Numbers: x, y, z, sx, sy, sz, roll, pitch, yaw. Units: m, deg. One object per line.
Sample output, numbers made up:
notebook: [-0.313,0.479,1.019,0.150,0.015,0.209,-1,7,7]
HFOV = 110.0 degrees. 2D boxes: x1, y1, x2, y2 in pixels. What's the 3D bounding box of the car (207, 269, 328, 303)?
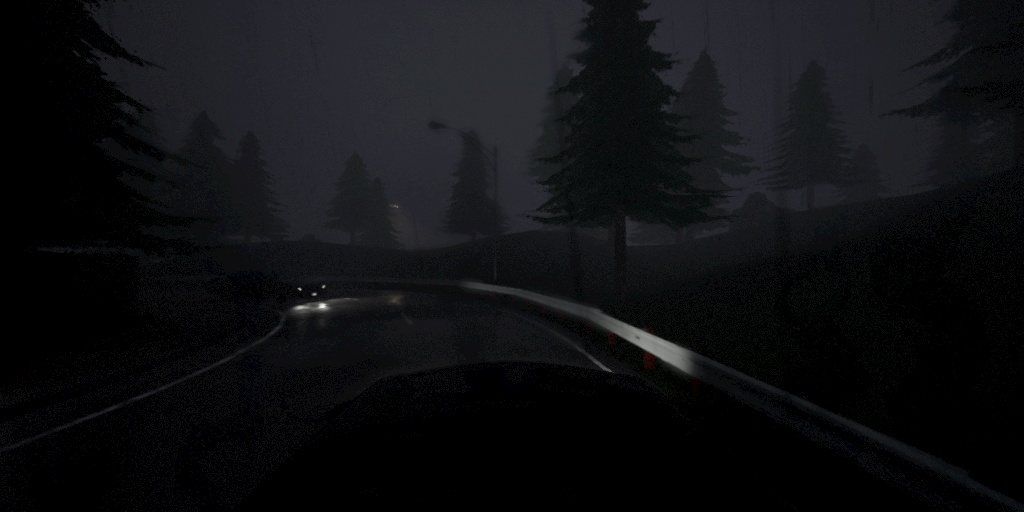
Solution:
car: [-11.378,1.324,16.664,5.357,1.411,2.033,0,0,14]
